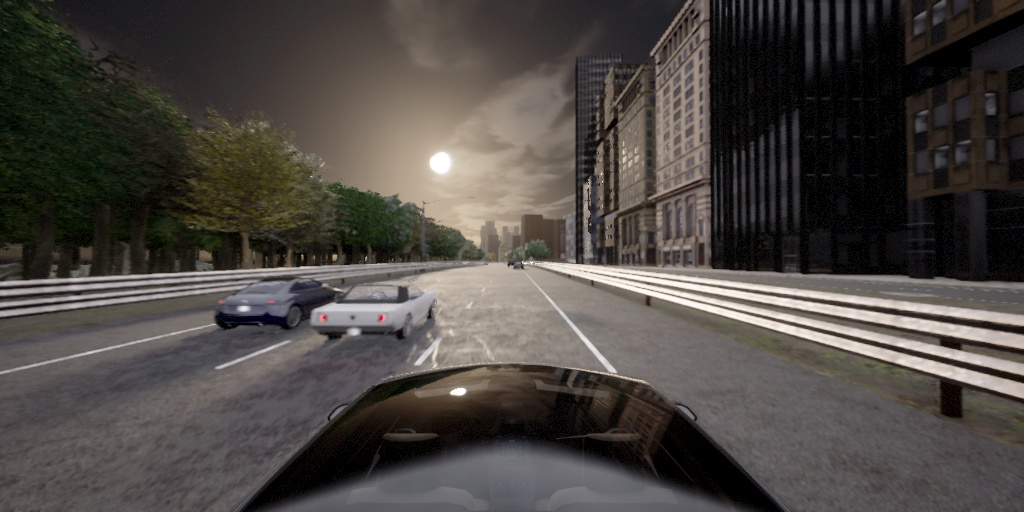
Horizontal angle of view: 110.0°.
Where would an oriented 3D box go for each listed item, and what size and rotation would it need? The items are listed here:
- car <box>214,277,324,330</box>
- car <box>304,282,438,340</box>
[{"bbox_3d":[-6.897,1.330,11.235,1.994,1.385,4.181,0,0,0],"label":"car"},{"bbox_3d":[-3.397,1.364,9.952,1.895,1.301,4.718,0,0,0],"label":"car"}]
